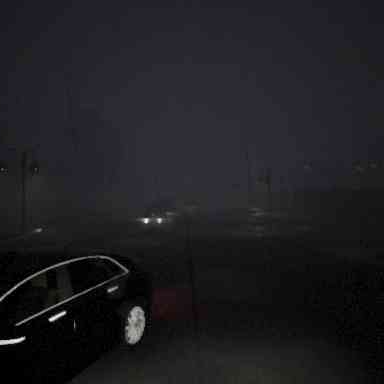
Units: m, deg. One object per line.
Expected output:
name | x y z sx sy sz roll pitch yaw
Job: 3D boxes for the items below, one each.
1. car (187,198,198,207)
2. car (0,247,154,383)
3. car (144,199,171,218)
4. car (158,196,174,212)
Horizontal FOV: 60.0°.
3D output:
car | 0.065 1.871 58.951 2.128 1.511 4.902 0 0 0
car | -2.179 1.521 3.843 1.837 1.490 4.892 -1 0 22
car | -3.608 1.763 33.424 2.033 1.411 5.357 0 0 0
car | -3.588 1.505 44.000 2.150 2.045 5.566 0 0 0
